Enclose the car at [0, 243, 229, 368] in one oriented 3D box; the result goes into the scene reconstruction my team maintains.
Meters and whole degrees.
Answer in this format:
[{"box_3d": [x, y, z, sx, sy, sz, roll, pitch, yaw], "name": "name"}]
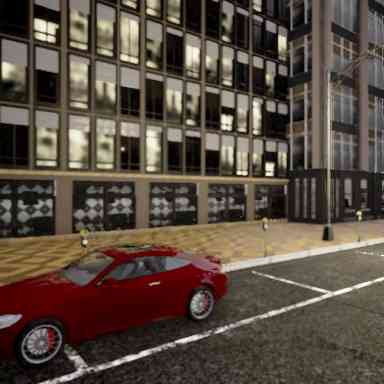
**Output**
[{"box_3d": [-1.231, 1.583, 5.682, 4.206, 1.307, 1.802, 0, 0, -36], "name": "car"}]
